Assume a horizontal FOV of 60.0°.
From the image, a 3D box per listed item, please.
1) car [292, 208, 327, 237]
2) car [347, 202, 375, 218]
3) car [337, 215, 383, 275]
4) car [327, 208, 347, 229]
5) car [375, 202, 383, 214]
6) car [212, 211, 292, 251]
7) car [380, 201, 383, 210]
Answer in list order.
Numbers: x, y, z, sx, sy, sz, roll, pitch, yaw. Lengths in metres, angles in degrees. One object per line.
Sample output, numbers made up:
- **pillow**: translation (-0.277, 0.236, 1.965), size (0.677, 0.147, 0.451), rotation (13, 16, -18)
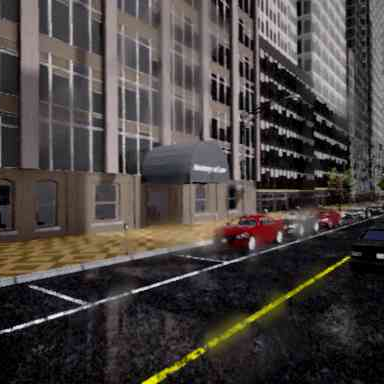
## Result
- **car**: translation (6.091, 1.770, 19.540), size (2.008, 1.369, 4.403), rotation (-1, -1, 37)
- **car**: translation (16.455, 1.905, 33.079), size (2.008, 1.369, 4.403), rotation (-1, -1, 37)
- **car**: translation (6.239, 1.655, 10.192), size (2.033, 1.411, 5.357), rotation (-1, -1, 37)
- **car**: translation (9.546, 1.846, 24.052), size (1.802, 1.307, 4.206), rotation (-1, -1, 37)
- **car**: translation (23.364, 1.994, 42.105), size (2.008, 1.369, 4.403), rotation (-1, -1, 37)
- **car**: translation (2.637, 1.719, 15.027), size (1.887, 1.381, 4.507), rotation (-1, -1, 37)
- **car**: translation (30.274, 2.114, 51.130), size (1.802, 1.307, 4.206), rotation (-1, -1, 37)
